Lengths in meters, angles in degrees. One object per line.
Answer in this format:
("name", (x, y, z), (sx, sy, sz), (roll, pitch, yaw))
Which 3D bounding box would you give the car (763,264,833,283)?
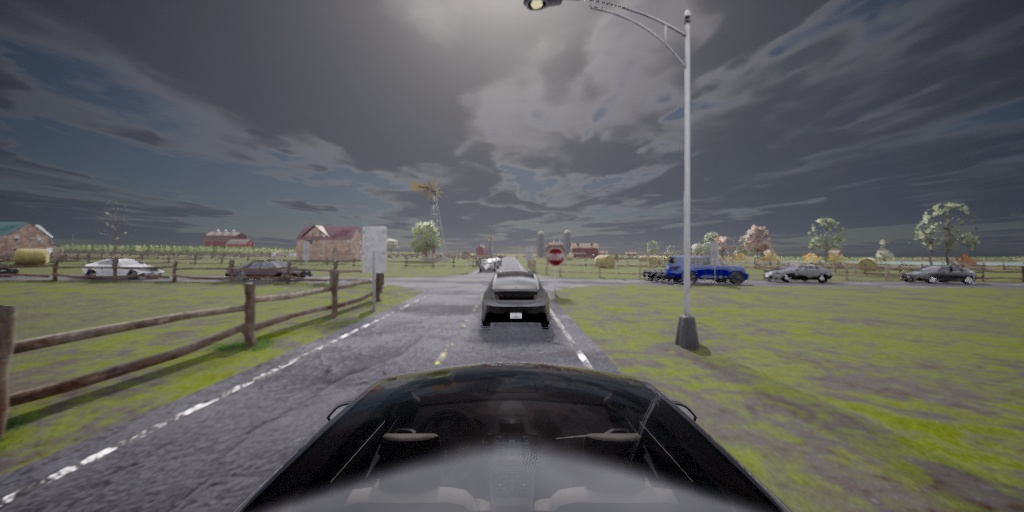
("car", (23.216, 1.397, 29.198), (4.902, 1.511, 2.128), (1, 0, -1))

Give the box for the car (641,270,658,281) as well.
("car", (13.065, 1.411, 29.037), (4.718, 1.301, 1.895), (1, 0, -2))

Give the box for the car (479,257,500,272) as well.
("car", (-2.841, 1.097, 42.438), (2.128, 1.511, 4.902), (0, 0, 0))

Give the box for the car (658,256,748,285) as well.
("car", (14.126, 1.022, 26.333), (5.566, 2.045, 2.150), (1, 0, 2))

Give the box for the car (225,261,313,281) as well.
("car", (-17.342, 1.039, 25.714), (5.357, 1.411, 2.033), (1, 0, -1))

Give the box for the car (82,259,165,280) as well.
("car", (-27.671, 0.911, 25.579), (4.674, 1.442, 1.812), (1, 0, 0))

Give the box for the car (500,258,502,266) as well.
("car", (-2.826, 1.058, 52.840), (2.128, 1.511, 4.902), (0, 0, 0))

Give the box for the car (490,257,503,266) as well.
("car", (-2.764, 1.015, 64.393), (2.128, 1.511, 4.902), (0, 0, 1))

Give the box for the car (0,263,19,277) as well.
("car", (-38.094, 0.840, 25.456), (4.181, 1.385, 1.994), (1, 0, -1))

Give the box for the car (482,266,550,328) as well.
("car", (0.100, 1.222, 11.294), (1.837, 1.490, 4.892), (0, 0, 0))

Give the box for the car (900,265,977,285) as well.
("car", (34.822, 1.517, 29.340), (4.892, 1.490, 1.837), (1, 0, -1))
